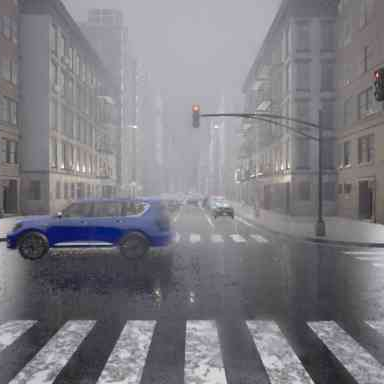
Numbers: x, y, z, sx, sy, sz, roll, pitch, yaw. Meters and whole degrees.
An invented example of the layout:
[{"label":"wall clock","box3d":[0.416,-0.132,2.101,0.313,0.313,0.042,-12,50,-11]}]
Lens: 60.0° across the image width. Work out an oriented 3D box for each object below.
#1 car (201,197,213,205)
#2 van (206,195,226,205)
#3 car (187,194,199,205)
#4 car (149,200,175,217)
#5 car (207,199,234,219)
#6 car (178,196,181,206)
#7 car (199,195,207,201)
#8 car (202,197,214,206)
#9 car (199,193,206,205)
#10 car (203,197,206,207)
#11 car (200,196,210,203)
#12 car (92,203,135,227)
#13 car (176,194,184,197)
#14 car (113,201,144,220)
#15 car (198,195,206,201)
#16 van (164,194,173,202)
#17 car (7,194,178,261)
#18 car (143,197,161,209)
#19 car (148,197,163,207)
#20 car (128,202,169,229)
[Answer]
[{"label":"car","box3d":[2.643,1.546,61.332,2.008,1.369,4.403,0,0,0]},{"label":"van","box3d":[2.638,1.338,34.300,1.690,1.788,3.998,0,0,0]},{"label":"car","box3d":[0.094,1.501,57.056,1.837,1.490,4.892,0,0,0]},{"label":"car","box3d":[-2.848,1.544,32.738,2.033,1.411,5.357,0,0,0]},{"label":"car","box3d":[2.637,1.548,28.894,2.008,1.369,4.403,0,0,0]},{"label":"car","box3d":[-2.838,1.560,42.752,1.994,1.385,4.181,0,0,1]},{"label":"car","box3d":[2.647,1.539,82.957,1.887,1.381,4.507,0,0,0]},{"label":"car","box3d":[2.642,1.562,55.925,1.947,1.339,4.313,0,0,0]},{"label":"car","box3d":[2.641,1.311,50.519,2.192,1.841,5.009,0,0,0]},{"label":"car","box3d":[2.639,1.578,39.707,1.802,1.307,4.206,0,0,0]},{"label":"car","box3d":[2.644,1.521,66.907,1.752,1.417,4.829,0,0,0]},{"label":"car","box3d":[-5.392,1.549,23.486,2.008,1.369,4.403,0,0,0]},{"label":"car","box3d":[-2.801,1.473,53.006,1.882,1.535,5.008,0,0,1]},{"label":"car","box3d":[-5.398,1.523,28.723,1.752,1.417,4.829,0,0,0]},{"label":"car","box3d":[2.648,1.560,88.363,1.947,1.339,4.313,0,0,0]},{"label":"van","box3d":[-5.446,1.336,77.548,1.690,1.788,3.998,0,0,0]},{"label":"car","box3d":[-3.424,1.210,11.817,5.566,2.045,2.150,0,0,0]},{"label":"car","box3d":[-5.414,1.436,45.111,1.967,1.590,4.097,0,0,0]},{"label":"car","box3d":[-5.419,1.521,50.347,1.752,1.417,4.829,0,0,0]},{"label":"car","box3d":[-2.851,1.489,22.855,2.128,1.511,4.902,0,0,0]}]
